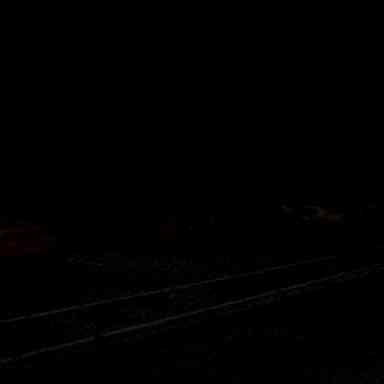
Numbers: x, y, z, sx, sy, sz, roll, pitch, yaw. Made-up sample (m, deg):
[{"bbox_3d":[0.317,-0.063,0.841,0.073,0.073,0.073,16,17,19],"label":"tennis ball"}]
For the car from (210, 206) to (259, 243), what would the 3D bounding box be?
[{"bbox_3d":[0.515,1.595,16.580,4.792,1.488,2.163,-1,-1,34],"label":"car"}]

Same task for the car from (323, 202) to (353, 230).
[{"bbox_3d":[7.399,1.618,22.067,5.366,1.575,1.946,-1,-1,33],"label":"car"}]

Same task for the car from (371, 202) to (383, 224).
[{"bbox_3d":[12.221,1.694,25.620,4.674,1.452,2.002,-1,-1,32],"label":"car"}]

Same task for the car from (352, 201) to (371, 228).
[{"bbox_3d":[9.918,1.510,23.774,4.553,1.767,2.185,-1,-1,32],"label":"car"}]

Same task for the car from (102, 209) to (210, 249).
[{"bbox_3d":[-1.925,1.578,14.844,4.792,1.488,2.163,-1,-1,34],"label":"car"}]

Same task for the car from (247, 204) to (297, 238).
[{"bbox_3d":[2.857,1.583,18.366,5.008,1.535,2.097,-1,-1,33],"label":"car"}]

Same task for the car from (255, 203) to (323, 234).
[{"bbox_3d":[5.187,1.476,20.187,4.553,1.767,2.185,-1,-1,33],"label":"car"}]

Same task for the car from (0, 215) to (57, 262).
[{"bbox_3d":[-6.680,1.513,11.333,5.008,1.535,2.097,-1,-1,34],"label":"car"}]
